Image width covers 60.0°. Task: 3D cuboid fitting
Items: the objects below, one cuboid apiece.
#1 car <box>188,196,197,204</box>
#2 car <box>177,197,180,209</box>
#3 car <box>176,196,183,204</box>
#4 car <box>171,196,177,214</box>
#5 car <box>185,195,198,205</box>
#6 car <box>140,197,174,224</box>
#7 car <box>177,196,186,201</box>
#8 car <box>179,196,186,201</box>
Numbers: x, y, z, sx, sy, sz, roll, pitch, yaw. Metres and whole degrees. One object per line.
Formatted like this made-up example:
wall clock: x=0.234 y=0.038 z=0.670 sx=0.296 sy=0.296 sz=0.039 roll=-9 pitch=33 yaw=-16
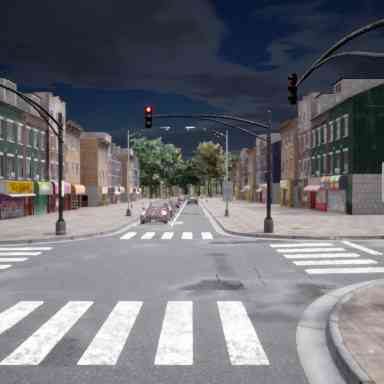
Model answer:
car: x=0.112 y=1.535 z=68.463 sx=1.882 sy=1.535 sz=5.008 roll=0 pitch=0 yaw=0
car: x=-2.636 y=1.579 z=35.452 sx=1.947 sy=1.339 sz=4.313 roll=-1 pitch=0 yaw=0
car: x=-2.634 y=1.570 z=46.322 sx=1.887 sy=1.381 sz=4.507 roll=-1 pitch=0 yaw=0
car: x=-2.639 y=1.448 z=30.018 sx=1.967 sy=1.590 sz=4.097 roll=-1 pitch=0 yaw=0
car: x=0.114 y=1.569 z=59.348 sx=1.812 sy=1.442 sz=4.674 roll=0 pitch=0 yaw=0
car: x=-2.641 y=1.444 z=24.583 sx=1.967 sy=1.590 sz=4.097 roll=-1 pitch=0 yaw=0
car: x=-2.623 y=1.651 z=84.365 sx=1.947 sy=1.339 sz=4.313 roll=-1 pitch=0 yaw=0
car: x=-2.621 y=1.678 z=89.800 sx=1.802 sy=1.307 sz=4.206 roll=-1 pitch=0 yaw=0
